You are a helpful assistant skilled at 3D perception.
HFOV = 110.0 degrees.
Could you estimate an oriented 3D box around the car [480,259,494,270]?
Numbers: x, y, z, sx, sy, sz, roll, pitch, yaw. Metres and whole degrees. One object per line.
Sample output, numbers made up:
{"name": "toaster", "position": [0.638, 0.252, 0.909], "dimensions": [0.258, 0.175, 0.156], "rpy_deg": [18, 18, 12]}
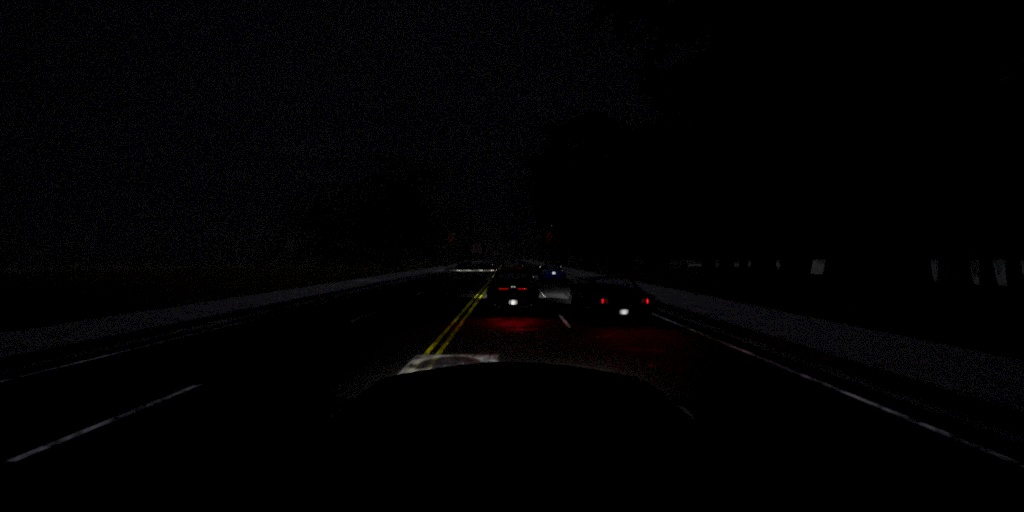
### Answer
{"name": "car", "position": [-3.594, 1.199, 52.864], "dimensions": [1.882, 1.535, 5.008], "rpy_deg": [0, 0, 0]}

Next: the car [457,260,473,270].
{"name": "car", "position": [-6.841, 1.269, 52.637], "dimensions": [2.033, 1.411, 5.357], "rpy_deg": [0, 0, 0]}

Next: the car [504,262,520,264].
{"name": "car", "position": [-0.017, 1.211, 30.729], "dimensions": [1.882, 1.535, 5.008], "rpy_deg": [0, 0, 0]}

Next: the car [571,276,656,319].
{"name": "car", "position": [3.294, 1.349, 12.720], "dimensions": [1.895, 1.301, 4.718], "rpy_deg": [0, 0, 0]}

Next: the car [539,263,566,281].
{"name": "car", "position": [3.235, 1.298, 29.744], "dimensions": [1.994, 1.385, 4.181], "rpy_deg": [0, 0, 0]}

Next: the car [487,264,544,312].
{"name": "car", "position": [0.047, 1.254, 14.225], "dimensions": [1.837, 1.490, 4.892], "rpy_deg": [0, 0, 0]}
